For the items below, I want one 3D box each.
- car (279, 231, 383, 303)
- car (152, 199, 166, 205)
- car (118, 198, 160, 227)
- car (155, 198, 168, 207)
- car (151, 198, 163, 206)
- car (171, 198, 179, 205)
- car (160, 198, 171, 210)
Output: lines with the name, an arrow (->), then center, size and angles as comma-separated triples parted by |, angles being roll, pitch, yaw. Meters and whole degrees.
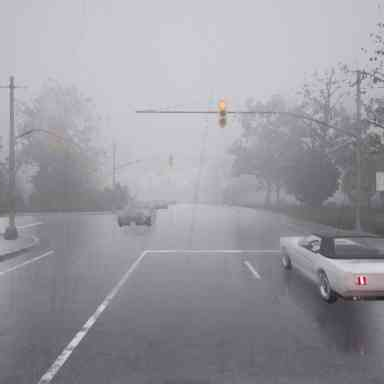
car -> 3.598, 1.601, 8.170 | 1.895, 1.301, 4.718 | 0, 0, 0
car -> -8.238, 2.461, 83.113 | 1.895, 1.301, 4.718 | 0, -1, -25
car -> -3.624, 1.351, 22.612 | 2.097, 1.767, 4.553 | 0, 0, 0
car -> -5.309, 1.772, 57.154 | 1.882, 1.535, 5.008 | 0, -1, -8
car -> -7.338, 2.042, 69.081 | 1.882, 1.535, 5.008 | 0, -1, -13
car -> -4.979, 2.248, 73.788 | 1.895, 1.301, 4.718 | 0, -1, -19
car -> -4.045, 1.576, 42.908 | 1.837, 1.490, 4.892 | 0, -1, -3
